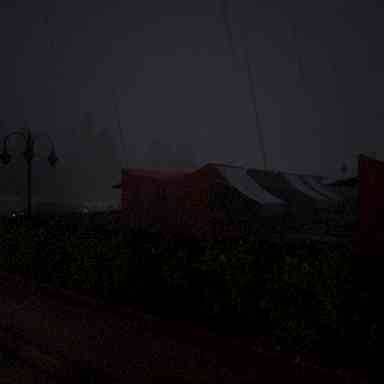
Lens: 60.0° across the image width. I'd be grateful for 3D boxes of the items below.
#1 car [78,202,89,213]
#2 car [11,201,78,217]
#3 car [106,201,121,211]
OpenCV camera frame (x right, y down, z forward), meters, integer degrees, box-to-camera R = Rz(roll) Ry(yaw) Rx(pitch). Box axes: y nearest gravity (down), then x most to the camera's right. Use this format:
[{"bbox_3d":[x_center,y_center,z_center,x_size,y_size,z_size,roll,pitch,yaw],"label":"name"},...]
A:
[{"bbox_3d":[-12.556,1.619,33.597,1.994,1.385,4.181,0,0,36],"label":"car"},{"bbox_3d":[-12.437,1.560,27.804,1.837,1.490,4.892,0,0,36],"label":"car"},{"bbox_3d":[-6.862,1.533,35.493,1.882,1.535,5.008,0,0,36],"label":"car"}]
